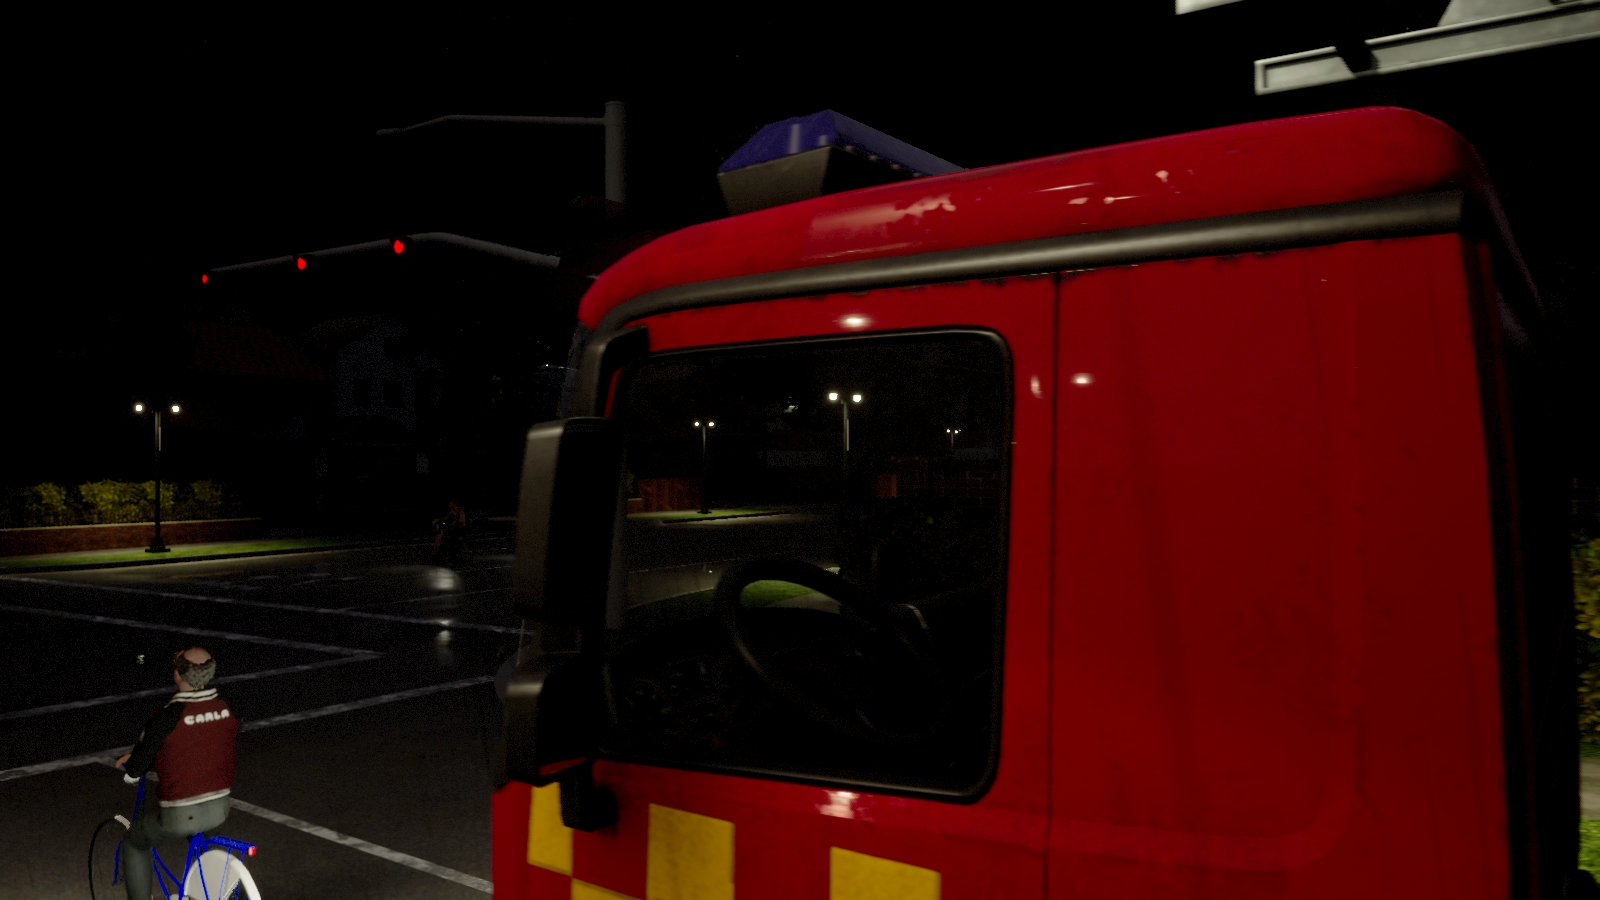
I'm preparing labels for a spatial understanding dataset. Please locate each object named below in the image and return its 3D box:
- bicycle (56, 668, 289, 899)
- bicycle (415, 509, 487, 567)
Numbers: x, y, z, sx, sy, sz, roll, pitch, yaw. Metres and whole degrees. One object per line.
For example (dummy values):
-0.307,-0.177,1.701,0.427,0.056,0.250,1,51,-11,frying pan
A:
-3.433,2.054,6.175,1.835,1.496,0.329,0,0,35,bicycle
-8.646,2.163,28.321,0.859,1.301,1.487,0,0,35,bicycle
